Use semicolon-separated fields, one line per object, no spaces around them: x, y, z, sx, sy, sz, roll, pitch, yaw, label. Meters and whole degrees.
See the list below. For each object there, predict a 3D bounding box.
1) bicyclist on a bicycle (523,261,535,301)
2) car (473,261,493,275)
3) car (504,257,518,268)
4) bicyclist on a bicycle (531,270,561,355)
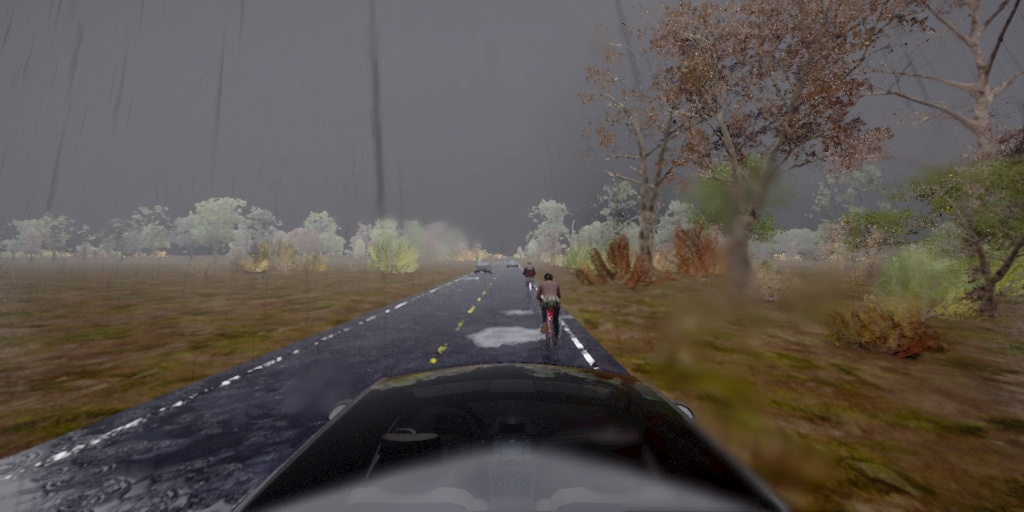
0.812;1.117;16.552;0.659;1.776;1.843;-1;0;0;bicyclist on a bicycle
-3.109;1.295;39.565;2.033;1.411;5.357;0;0;0;car
0.089;1.309;61.247;1.994;1.385;4.181;0;0;0;car
0.811;1.200;7.728;0.582;1.620;1.656;-1;0;0;bicyclist on a bicycle
